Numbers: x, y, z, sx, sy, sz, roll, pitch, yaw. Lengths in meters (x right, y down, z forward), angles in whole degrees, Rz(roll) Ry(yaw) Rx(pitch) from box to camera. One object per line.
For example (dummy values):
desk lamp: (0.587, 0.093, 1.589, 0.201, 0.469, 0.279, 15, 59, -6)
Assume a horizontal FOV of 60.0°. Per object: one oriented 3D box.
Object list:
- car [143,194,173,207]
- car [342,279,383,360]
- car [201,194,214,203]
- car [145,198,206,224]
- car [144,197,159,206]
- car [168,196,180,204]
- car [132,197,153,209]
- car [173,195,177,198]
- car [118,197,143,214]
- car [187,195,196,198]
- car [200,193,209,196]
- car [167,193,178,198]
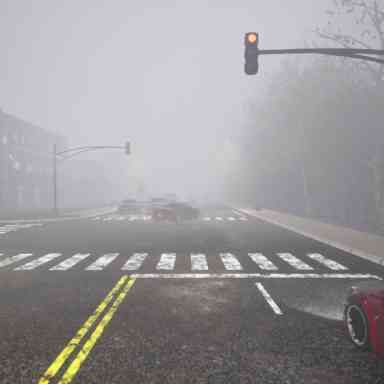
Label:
car: (-3.403, 1.342, 34.133, 2.097, 1.767, 4.553, 0, 0, 0)
car: (3.347, 1.563, 3.531, 1.994, 1.385, 4.181, 0, 0, 0)
car: (3.235, 1.576, 66.113, 1.895, 1.301, 4.718, 0, 0, 0)
car: (-1.105, 1.471, 25.127, 1.882, 1.535, 5.008, 1, 1, 28)
car: (-6.668, 1.506, 55.231, 1.812, 1.442, 4.674, 0, 0, 0)
car: (-3.406, 1.523, 64.569, 2.033, 1.411, 5.357, 0, 0, 0)
car: (-6.663, 1.476, 45.098, 2.128, 1.511, 4.902, 0, 0, 0)
car: (-3.411, 1.533, 43.607, 2.033, 1.411, 5.357, 0, 0, 1)
car: (-6.653, 1.494, 35.675, 1.837, 1.490, 4.892, 0, 0, 0)
car: (0.001, 1.579, 57.981, 1.895, 1.301, 4.718, 0, 0, 0)
car: (3.123, 1.194, 76.296, 2.150, 2.045, 5.566, 0, 0, 0)
car: (-3.425, 1.202, 53.965, 2.150, 2.045, 5.566, 0, 0, 1)
